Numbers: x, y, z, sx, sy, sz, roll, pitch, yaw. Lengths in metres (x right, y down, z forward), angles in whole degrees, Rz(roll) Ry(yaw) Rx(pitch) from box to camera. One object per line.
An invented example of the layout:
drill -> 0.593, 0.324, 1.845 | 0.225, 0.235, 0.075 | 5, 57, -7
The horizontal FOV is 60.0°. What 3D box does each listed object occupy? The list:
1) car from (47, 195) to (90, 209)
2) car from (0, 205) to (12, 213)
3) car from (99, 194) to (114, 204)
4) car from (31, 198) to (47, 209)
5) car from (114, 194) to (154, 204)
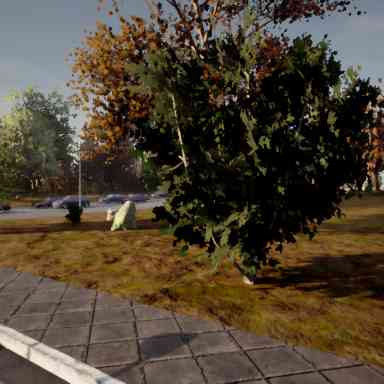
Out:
car -> -15.490, 1.179, 42.650 | 2.097, 1.767, 4.553 | 0, 2, 39
car -> -21.768, 1.646, 34.901 | 1.895, 1.301, 4.718 | 0, 1, 39
car -> -12.338, 1.009, 52.076 | 1.812, 1.442, 4.674 | 0, 2, 39
car -> -18.552, 1.401, 44.433 | 2.033, 1.411, 5.357 | 0, 2, 39
car -> -8.798, 0.959, 50.901 | 2.033, 1.411, 5.357 | 0, 3, 39
